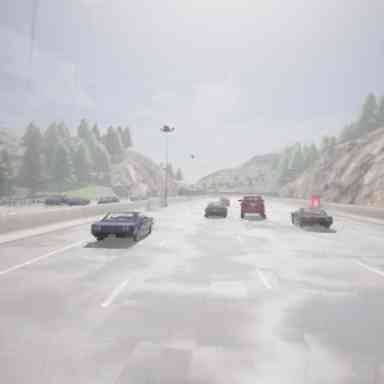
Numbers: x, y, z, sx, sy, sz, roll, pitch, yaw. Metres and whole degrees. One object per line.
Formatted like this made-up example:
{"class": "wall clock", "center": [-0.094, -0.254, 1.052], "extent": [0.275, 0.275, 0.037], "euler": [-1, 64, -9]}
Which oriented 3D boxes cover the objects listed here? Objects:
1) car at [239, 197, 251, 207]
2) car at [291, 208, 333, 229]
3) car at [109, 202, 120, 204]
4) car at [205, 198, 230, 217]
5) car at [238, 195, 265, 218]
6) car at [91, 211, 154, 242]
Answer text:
{"class": "car", "center": [8.813, 1.663, 55.263], "extent": [1.812, 1.442, 4.674], "euler": [1, 0, 7]}
{"class": "car", "center": [8.027, 1.717, 22.742], "extent": [1.895, 1.301, 4.718], "euler": [1, 0, 7]}
{"class": "car", "center": [-12.867, 1.393, 52.129], "extent": [2.033, 1.411, 5.357], "euler": [1, 0, 8]}
{"class": "car", "center": [2.364, 1.607, 32.019], "extent": [1.994, 1.385, 4.181], "euler": [1, 0, 8]}
{"class": "car", "center": [5.774, 1.310, 31.950], "extent": [2.150, 2.045, 5.566], "euler": [1, 0, 8]}
{"class": "car", "center": [-3.139, 1.564, 16.161], "extent": [1.895, 1.301, 4.718], "euler": [1, 0, 5]}
